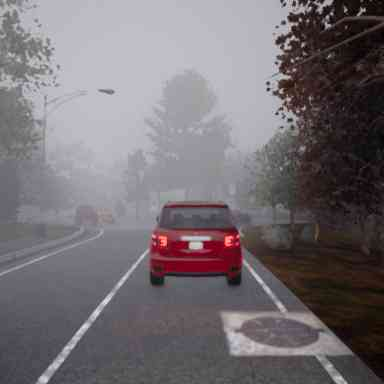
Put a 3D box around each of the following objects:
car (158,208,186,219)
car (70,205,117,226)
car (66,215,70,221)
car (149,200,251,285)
[{"bbox_3d":[-3.997,4.329,66.856,5.566,2.045,2.150,1,-4,-5],"label":"car"},{"bbox_3d":[-9.866,2.381,33.939,2.150,2.045,5.566,4,-5,-45],"label":"car"},{"bbox_3d":[-18.776,3.989,55.518,1.882,1.535,5.008,-2,-4,22],"label":"car"},{"bbox_3d":[0.095,1.253,9.623,2.150,2.045,5.566,0,-1,0],"label":"car"}]
